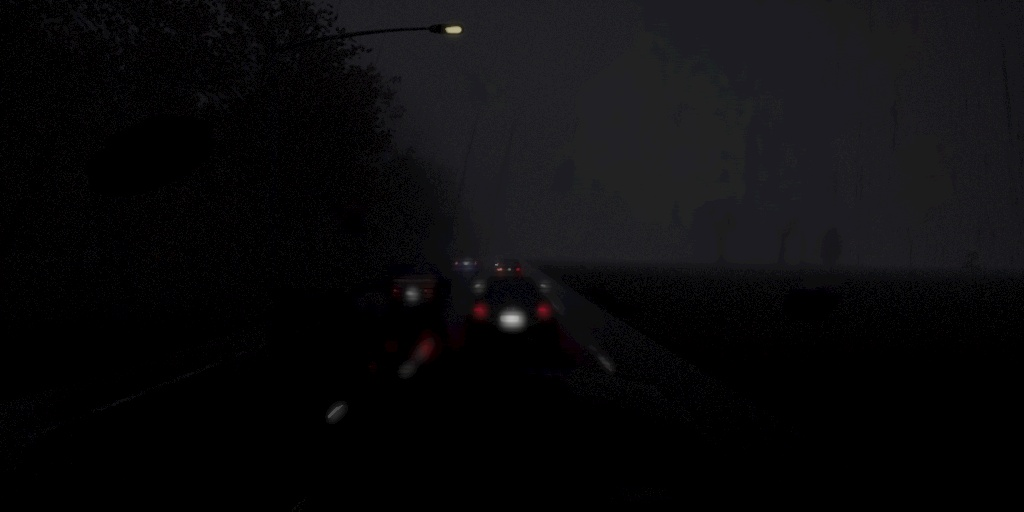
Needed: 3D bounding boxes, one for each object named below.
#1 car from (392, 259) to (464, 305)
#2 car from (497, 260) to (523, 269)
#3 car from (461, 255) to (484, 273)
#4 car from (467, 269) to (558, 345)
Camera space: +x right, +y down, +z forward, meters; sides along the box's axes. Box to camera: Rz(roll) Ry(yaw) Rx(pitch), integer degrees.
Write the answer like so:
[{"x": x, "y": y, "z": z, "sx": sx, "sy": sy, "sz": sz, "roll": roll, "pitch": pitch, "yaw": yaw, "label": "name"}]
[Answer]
[{"x": -3.518, "y": 1.080, "z": 15.049, "sx": 2.128, "sy": 1.511, "sz": 4.902, "roll": 0, "pitch": 1, "yaw": 0, "label": "car"}, {"x": -0.120, "y": 0.991, "z": 26.789, "sx": 2.033, "sy": 1.411, "sz": 5.357, "roll": 0, "pitch": 1, "yaw": 0, "label": "car"}, {"x": -3.654, "y": 0.735, "z": 31.774, "sx": 2.097, "sy": 1.767, "sz": 4.553, "roll": 0, "pitch": 1, "yaw": 0, "label": "car"}, {"x": 0.009, "y": 1.222, "z": 9.233, "sx": 1.994, "sy": 1.385, "sz": 4.181, "roll": 0, "pitch": 1, "yaw": 0, "label": "car"}]
